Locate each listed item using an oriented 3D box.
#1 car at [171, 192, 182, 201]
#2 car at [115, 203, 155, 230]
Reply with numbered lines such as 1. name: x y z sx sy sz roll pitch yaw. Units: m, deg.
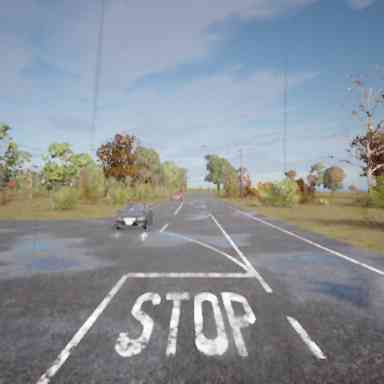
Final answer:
1. car: -3.473 1.047 75.734 2.150 2.045 5.566 0 0 0
2. car: -3.468 1.456 20.895 2.128 1.511 4.902 0 0 0
